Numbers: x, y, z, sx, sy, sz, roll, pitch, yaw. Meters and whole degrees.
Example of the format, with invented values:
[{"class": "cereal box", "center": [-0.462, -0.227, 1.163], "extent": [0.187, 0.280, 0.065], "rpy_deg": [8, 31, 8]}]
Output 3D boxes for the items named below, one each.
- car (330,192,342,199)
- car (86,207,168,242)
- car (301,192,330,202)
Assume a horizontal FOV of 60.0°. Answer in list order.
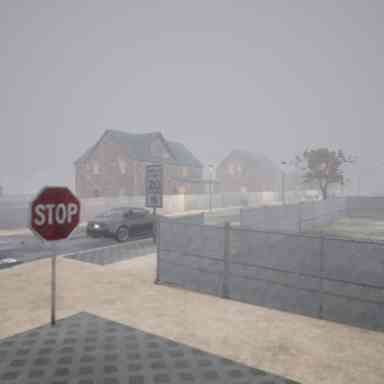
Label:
[{"class": "car", "center": [20.446, 0.739, 48.328], "extent": [1.837, 1.490, 4.892], "rpy_deg": [1, 1, 35]}, {"class": "car", "center": [-2.826, 1.381, 15.548], "extent": [1.994, 1.385, 4.181], "rpy_deg": [1, 1, 35]}, {"class": "car", "center": [14.858, 0.970, 40.373], "extent": [1.895, 1.301, 4.718], "rpy_deg": [1, 1, 36]}]
